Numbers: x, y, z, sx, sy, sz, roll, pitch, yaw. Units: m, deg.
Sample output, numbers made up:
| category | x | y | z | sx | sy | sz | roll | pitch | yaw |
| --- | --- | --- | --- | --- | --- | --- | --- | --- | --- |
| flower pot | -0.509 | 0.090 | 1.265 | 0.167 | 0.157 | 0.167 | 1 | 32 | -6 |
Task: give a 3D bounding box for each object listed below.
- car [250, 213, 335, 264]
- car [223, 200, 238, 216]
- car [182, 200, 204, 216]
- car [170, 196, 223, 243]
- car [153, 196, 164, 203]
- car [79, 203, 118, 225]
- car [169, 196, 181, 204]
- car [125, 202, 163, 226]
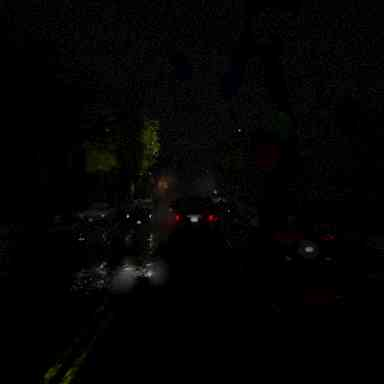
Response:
| category | x | y | z | sx | sy | sz | roll | pitch | yaw |
| --- | --- | --- | --- | --- | --- | --- | --- | --- | --- |
| car | 3.344 | 1.486 | 11.947 | 1.882 | 1.535 | 5.008 | 0 | 0 | 0 |
| car | 3.347 | 1.508 | 32.840 | 2.128 | 1.511 | 4.902 | 0 | 0 | 0 |
| car | 0.096 | 1.580 | 33.355 | 1.994 | 1.385 | 4.181 | 0 | 0 | 0 |
| car | 0.098 | 1.233 | 16.417 | 2.150 | 2.045 | 5.566 | 0 | 0 | 0 |
| car | -6.511 | 1.529 | 65.399 | 2.033 | 1.411 | 5.357 | 0 | 0 | 0 |
| car | -6.602 | 1.541 | 24.036 | 1.812 | 1.442 | 4.674 | 0 | 0 | 0 |
| car | -3.271 | 1.482 | 65.109 | 2.128 | 1.511 | 4.902 | 0 | 0 | 0 |
| car | -3.352 | 1.616 | 23.286 | 1.895 | 1.301 | 4.718 | 0 | 0 | 0 |
